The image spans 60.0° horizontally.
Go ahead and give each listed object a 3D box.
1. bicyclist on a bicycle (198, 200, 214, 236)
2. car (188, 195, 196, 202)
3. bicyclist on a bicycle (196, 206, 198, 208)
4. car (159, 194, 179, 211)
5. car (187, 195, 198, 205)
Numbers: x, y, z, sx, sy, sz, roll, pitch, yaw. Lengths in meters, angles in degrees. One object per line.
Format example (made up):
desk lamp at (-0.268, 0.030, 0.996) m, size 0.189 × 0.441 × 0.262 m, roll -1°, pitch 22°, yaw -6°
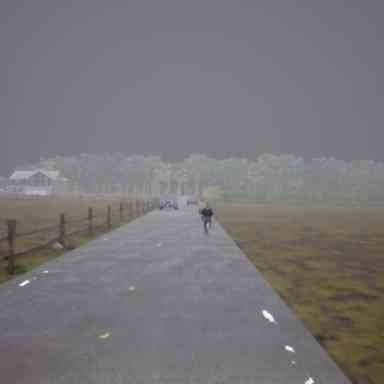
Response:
bicyclist on a bicycle at (0.764, 1.367, 16.437) m, size 0.659 × 1.776 × 1.843 m, roll 0°, pitch 0°, yaw 0°
car at (0.036, 1.454, 73.927) m, size 1.837 × 1.490 × 4.892 m, roll 0°, pitch 0°, yaw 0°
bicyclist on a bicycle at (0.770, 1.431, 26.105) m, size 0.866 × 1.612 × 1.509 m, roll 0°, pitch 0°, yaw 0°
car at (-2.822, 1.213, 41.351) m, size 2.150 × 2.045 × 5.566 m, roll 0°, pitch 0°, yaw 0°
car at (0.122, 1.472, 56.280) m, size 2.128 × 1.511 × 4.902 m, roll 0°, pitch 0°, yaw 0°
